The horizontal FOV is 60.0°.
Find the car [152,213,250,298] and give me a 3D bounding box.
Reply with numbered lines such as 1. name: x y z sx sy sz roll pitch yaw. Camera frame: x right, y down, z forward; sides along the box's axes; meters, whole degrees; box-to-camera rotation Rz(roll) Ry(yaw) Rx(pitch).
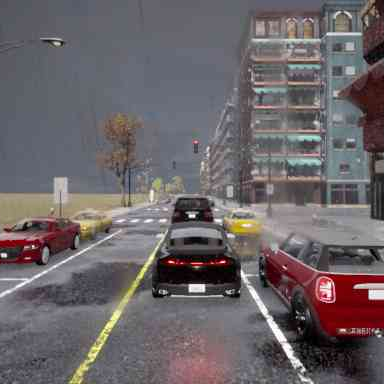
1. car: 0.093 1.507 8.491 1.837 1.490 4.892 0 0 0

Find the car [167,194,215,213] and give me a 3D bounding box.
1. car: 0.068 1.226 18.345 2.150 2.045 5.566 0 0 1

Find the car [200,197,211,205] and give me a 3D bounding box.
1. car: 2.530 1.599 61.458 1.802 1.307 4.206 1 0 0

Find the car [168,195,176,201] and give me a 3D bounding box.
1. car: -5.370 1.609 89.246 1.802 1.307 4.206 1 0 0

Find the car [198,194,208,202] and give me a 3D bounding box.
1. car: 2.521 1.338 78.441 2.192 1.841 5.009 1 0 0

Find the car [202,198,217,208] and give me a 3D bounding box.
1. car: 2.539 1.565 50.136 2.008 1.369 4.403 1 0 0

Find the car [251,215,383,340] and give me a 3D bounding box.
1. car: 2.571 1.442 6.532 1.967 1.590 4.097 1 0 0

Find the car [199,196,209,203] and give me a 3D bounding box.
1. car: 2.522 1.587 72.780 1.947 1.339 4.313 1 0 0

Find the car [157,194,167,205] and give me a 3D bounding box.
1. car: -5.348 1.457 60.975 1.967 1.590 4.097 1 0 0

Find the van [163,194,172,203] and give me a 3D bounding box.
1. van: -5.355 1.362 72.284 1.690 1.788 3.998 1 0 0

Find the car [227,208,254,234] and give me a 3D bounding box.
1. car: 2.562 1.530 17.791 1.752 1.417 4.829 1 0 0

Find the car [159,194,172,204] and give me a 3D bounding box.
1. car: -5.351 1.334 66.630 2.192 1.841 5.009 1 0 0

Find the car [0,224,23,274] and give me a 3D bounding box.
1. car: -5.311 1.552 6.116 2.008 1.369 4.403 1 0 0

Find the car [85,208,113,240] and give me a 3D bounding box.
1. car: -5.318 1.530 17.019 1.752 1.417 4.829 1 0 0

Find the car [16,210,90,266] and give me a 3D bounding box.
1. car: -5.314 1.548 11.653 1.887 1.381 4.507 1 0 0

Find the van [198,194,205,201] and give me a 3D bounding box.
1. van: 2.513 1.368 89.763 1.690 1.788 3.998 1 0 0
